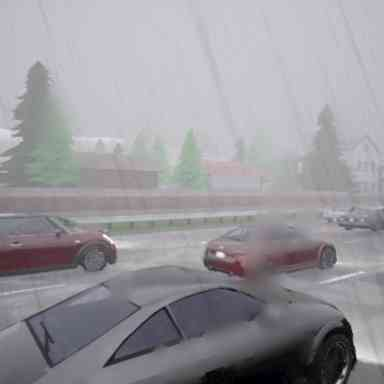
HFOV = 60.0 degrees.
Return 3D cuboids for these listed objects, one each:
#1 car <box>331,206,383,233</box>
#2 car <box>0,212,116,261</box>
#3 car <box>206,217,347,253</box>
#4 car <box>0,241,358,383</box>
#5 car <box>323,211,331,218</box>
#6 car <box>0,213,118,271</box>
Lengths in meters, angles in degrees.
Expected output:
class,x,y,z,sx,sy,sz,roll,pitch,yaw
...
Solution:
class,x,y,z,sx,sy,sz,roll,pitch,yaw
car,11.045,1.645,20.225,5.357,1.411,2.033,0,0,-36
car,-5.323,1.578,12.848,4.181,1.385,1.994,0,0,-35
car,2.367,1.599,9.736,4.181,1.385,1.994,0,0,-36
car,0.003,1.574,3.750,4.181,1.385,1.994,0,0,-35
car,12.102,1.716,25.281,4.718,1.301,1.895,0,0,-36
car,-4.408,1.360,9.203,4.553,1.767,2.097,0,0,-36
